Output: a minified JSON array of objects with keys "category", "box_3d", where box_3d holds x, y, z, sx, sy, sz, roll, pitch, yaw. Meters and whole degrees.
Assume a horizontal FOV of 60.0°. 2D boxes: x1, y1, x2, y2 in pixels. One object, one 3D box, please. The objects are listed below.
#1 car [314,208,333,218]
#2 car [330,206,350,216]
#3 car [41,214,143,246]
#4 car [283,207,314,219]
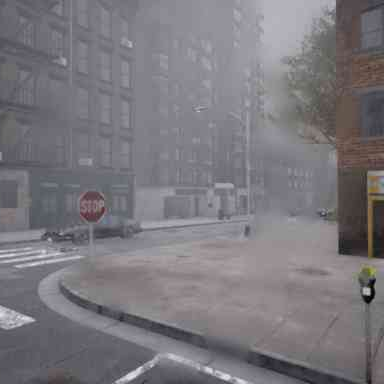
[{"category":"car","box_3d":[16.823,2.712,42.632,1.895,1.301,4.718,-1,-2,36]},{"category":"car","box_3d":[22.695,2.896,50.874,1.994,1.385,4.181,-1,-2,36]},{"category":"car","box_3d":[-4.944,1.847,17.364,2.033,1.411,5.357,-1,-2,36]},{"category":"car","box_3d":[13.575,2.644,43.005,2.033,1.411,5.357,-1,-2,36]}]
